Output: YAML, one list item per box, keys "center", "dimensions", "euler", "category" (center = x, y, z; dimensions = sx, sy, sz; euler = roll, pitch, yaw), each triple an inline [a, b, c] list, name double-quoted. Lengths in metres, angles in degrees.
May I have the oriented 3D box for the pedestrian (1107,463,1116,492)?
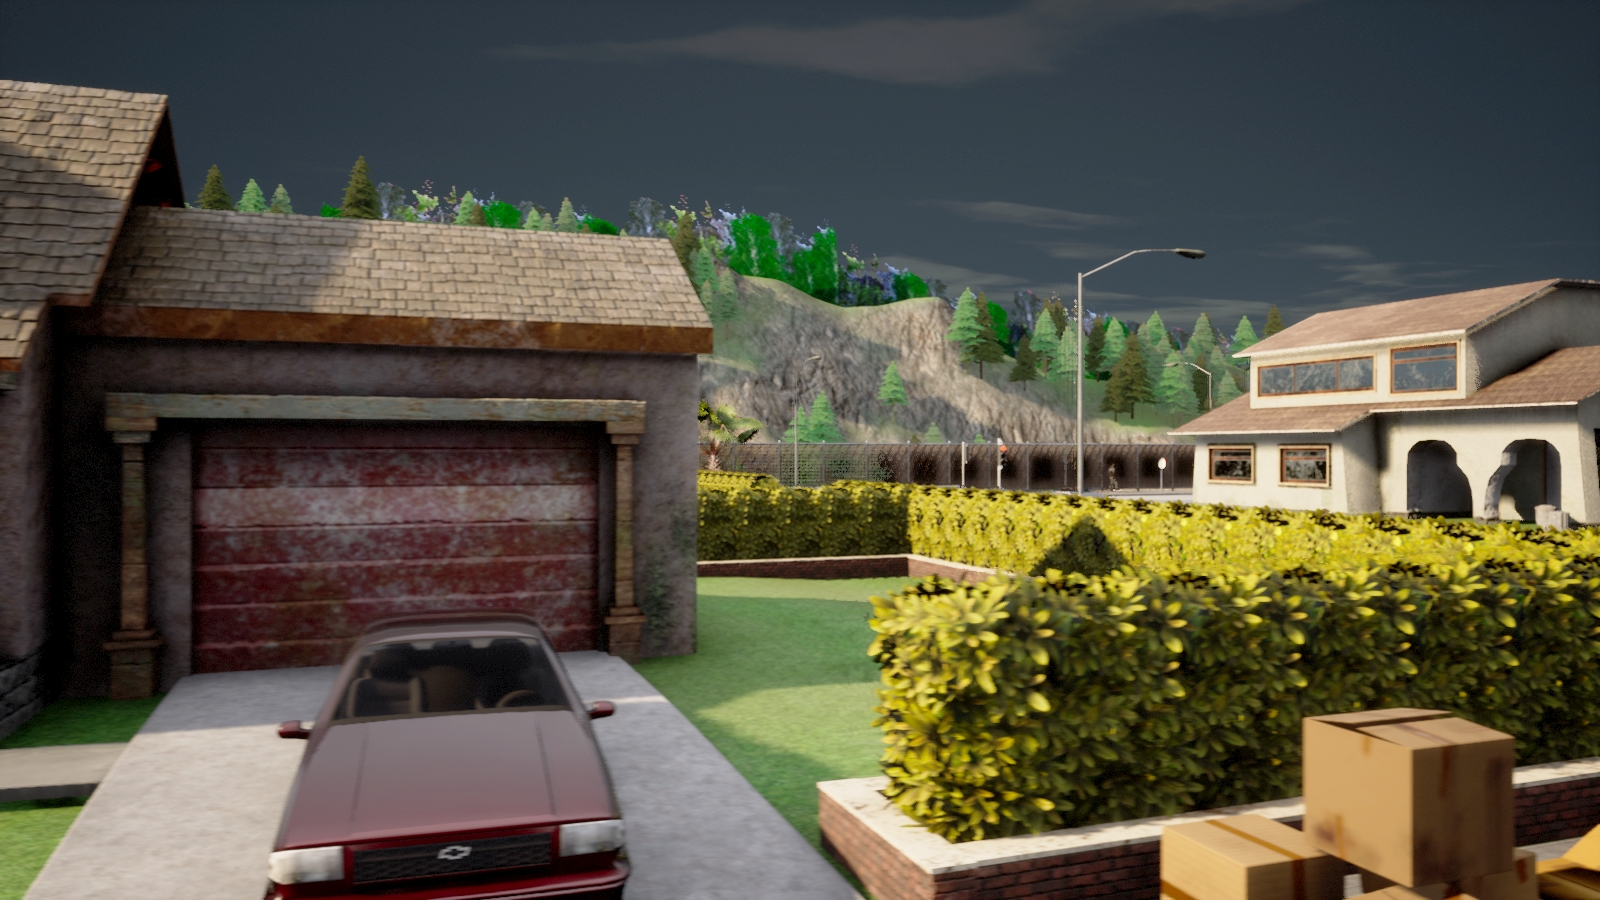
- center: [19.976, 1.760, 73.296]
  dimensions: [0.375, 1.860, 0.375]
  euler: [0, 0, -24]
  category: "pedestrian"
